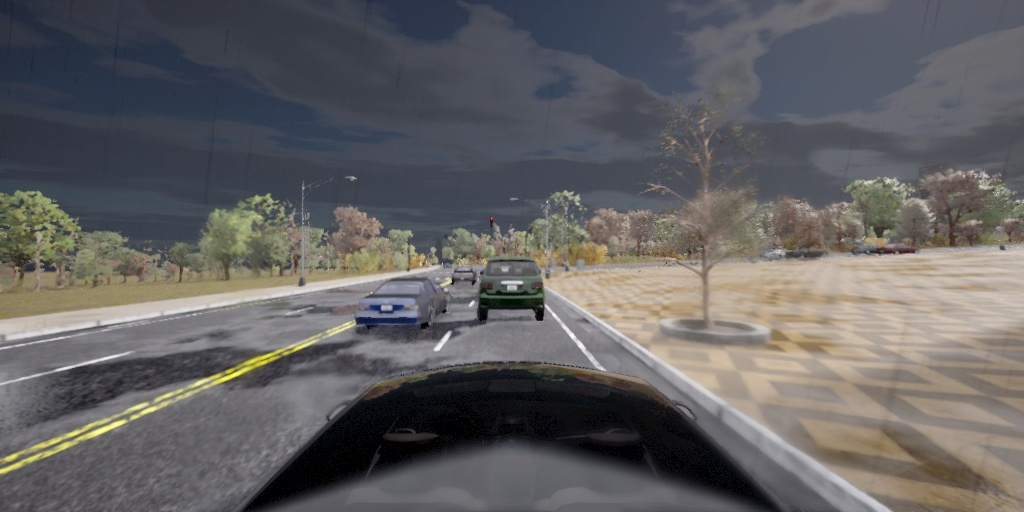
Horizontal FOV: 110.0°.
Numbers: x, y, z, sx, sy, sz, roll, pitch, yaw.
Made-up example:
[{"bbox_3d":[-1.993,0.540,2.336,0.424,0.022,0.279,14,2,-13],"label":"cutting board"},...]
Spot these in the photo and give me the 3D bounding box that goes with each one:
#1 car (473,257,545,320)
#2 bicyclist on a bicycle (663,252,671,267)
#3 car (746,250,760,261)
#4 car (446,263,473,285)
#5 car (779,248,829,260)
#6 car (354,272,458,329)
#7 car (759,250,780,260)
[{"bbox_3d":[-0.047,1.094,13.370,2.150,2.045,5.566,0,-1,-1],"label":"car"},{"bbox_3d":[17.077,0.410,39.693,0.582,1.620,1.656,-2,-1,-4],"label":"bicyclist on a bicycle"},{"bbox_3d":[36.634,-0.153,52.180,4.902,1.511,2.128,-3,-1,-5],"label":"car"},{"bbox_3d":[-3.835,1.562,29.554,2.128,1.511,4.902,0,-1,-2],"label":"car"},{"bbox_3d":[37.532,-0.270,45.665,5.008,1.535,1.882,-3,-1,-6],"label":"car"},{"bbox_3d":[-3.264,1.407,11.724,2.033,1.411,5.357,0,-1,-1],"label":"car"},{"bbox_3d":[36.998,-0.167,48.876,4.674,1.442,1.812,-3,-1,-6],"label":"car"}]
